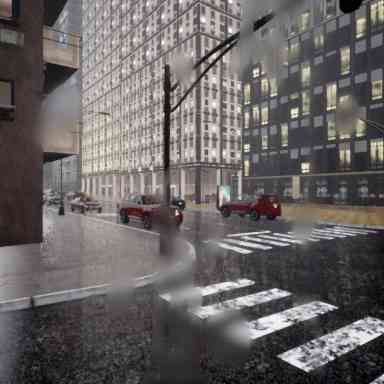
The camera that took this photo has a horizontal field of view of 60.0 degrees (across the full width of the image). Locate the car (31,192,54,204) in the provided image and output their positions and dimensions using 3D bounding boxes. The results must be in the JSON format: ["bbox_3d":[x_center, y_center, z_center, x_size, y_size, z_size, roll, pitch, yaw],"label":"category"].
[{"bbox_3d":[-18.843,0.752,41.762,1.802,1.307,4.206,2,0,-36],"label":"car"}]

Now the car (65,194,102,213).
[{"bbox_3d":[-9.062,1.067,28.303,1.802,1.307,4.206,2,0,-36],"label":"car"}]

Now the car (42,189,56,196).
[{"bbox_3d":[-31.668,0.097,73.667,1.887,1.381,4.507,1,0,-36],"label":"car"}]

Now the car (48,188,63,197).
[{"bbox_3d":[-28.404,0.099,69.179,1.967,1.590,4.097,1,0,-36],"label":"car"}]

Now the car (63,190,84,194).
[{"bbox_3d":[-17.406,0.581,49.610,1.837,1.490,4.892,0,0,-36],"label":"car"}]

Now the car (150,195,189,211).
[{"bbox_3d":[-2.320,1.070,33.281,1.947,1.339,4.313,1,0,-36],"label":"car"}]

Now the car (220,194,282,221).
[{"bbox_3d":[4.208,1.027,24.305,2.192,1.841,5.009,1,0,-36],"label":"car"}]

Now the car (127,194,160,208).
[{"bbox_3d":[-5.582,0.966,37.768,1.947,1.339,4.313,1,0,-36],"label":"car"}]

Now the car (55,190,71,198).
[{"bbox_3d":[-25.147,0.310,64.693,1.887,1.381,4.507,1,0,-36],"label":"car"}]

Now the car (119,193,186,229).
[{"bbox_3d":[-2.534,1.008,19.330,2.192,1.841,5.009,2,0,-36],"label":"car"}]

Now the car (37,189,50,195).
[{"bbox_3d":[-34.930,-0.011,78.155,1.887,1.381,4.507,1,0,-36],"label":"car"}]

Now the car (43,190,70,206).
[{"bbox_3d":[-15.582,0.827,37.276,2.008,1.369,4.403,2,0,-36],"label":"car"}]
